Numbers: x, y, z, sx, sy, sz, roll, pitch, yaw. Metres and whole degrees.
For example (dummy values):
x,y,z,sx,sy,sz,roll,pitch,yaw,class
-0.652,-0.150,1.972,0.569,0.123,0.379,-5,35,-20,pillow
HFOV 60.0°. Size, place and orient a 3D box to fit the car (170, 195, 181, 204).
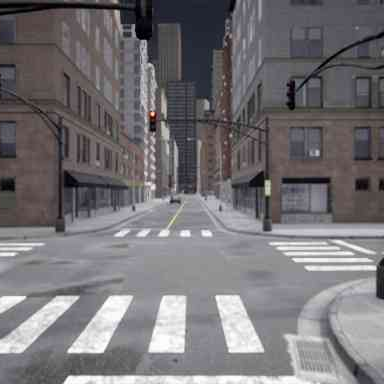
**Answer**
x,y,z,sx,sy,sz,roll,pitch,yaw,class
-2.970,1.368,60.173,1.882,1.535,5.008,0,0,0,car
